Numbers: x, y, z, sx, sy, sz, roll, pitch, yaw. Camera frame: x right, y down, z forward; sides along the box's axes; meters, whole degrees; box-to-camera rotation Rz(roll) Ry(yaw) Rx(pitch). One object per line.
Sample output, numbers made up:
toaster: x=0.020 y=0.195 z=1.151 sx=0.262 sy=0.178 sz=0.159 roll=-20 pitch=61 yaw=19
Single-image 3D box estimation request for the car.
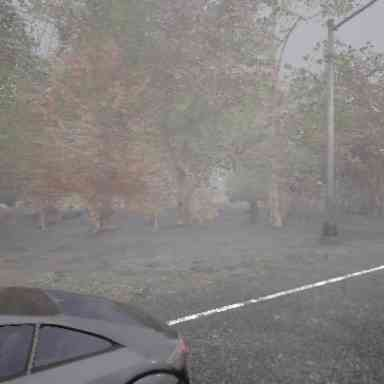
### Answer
car: x=-2.024 y=1.562 z=2.549 sx=4.181 sy=1.385 sz=1.994 roll=0 pitch=0 yaw=-36
